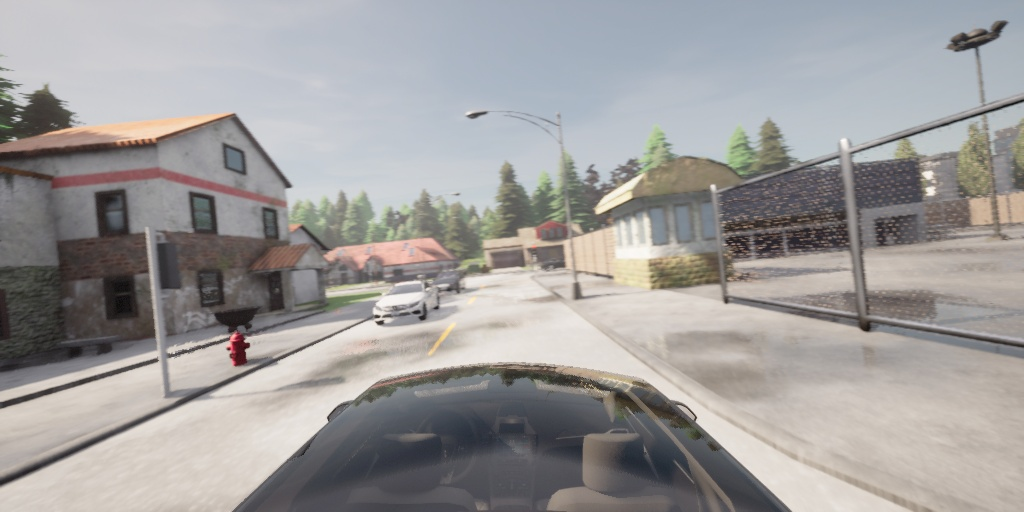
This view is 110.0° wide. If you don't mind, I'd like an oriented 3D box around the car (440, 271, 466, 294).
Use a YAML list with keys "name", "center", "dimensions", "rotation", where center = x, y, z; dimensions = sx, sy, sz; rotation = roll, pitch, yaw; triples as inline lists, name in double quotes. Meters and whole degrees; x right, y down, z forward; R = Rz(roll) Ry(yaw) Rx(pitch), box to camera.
- name: "car"
  center: [-4.390, 1.831, 25.266]
  dimensions: [2.128, 1.511, 4.902]
  rotation: [-6, 0, -1]

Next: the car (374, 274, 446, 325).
- name: "car"
  center: [-4.213, 1.787, 14.979]
  dimensions: [1.812, 1.442, 4.674]
  rotation: [-6, 0, -2]

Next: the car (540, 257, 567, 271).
- name: "car"
  center: [5.723, 0.890, 41.819]
  dimensions: [4.892, 1.490, 1.837]
  rotation: [-6, -3, -9]
